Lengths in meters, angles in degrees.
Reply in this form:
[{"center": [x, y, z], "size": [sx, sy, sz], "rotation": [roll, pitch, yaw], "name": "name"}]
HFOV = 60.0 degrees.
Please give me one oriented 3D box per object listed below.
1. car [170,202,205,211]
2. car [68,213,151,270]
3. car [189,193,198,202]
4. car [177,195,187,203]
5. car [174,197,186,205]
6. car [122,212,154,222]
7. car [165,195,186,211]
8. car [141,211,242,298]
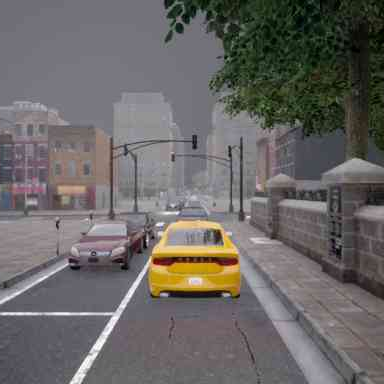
[{"center": [0.026, 1.546, 19.050], "size": [2.033, 1.411, 5.357], "rotation": [0, 0, 0], "name": "car"}, {"center": [-2.625, 1.581, 10.966], "size": [1.802, 1.307, 4.206], "rotation": [0, 0, 0], "name": "car"}, {"center": [0.368, 1.508, 66.839], "size": [1.812, 1.442, 4.674], "rotation": [0, 0, 0], "name": "car"}, {"center": [-2.132, 1.480, 71.825], "size": [1.837, 1.490, 4.892], "rotation": [0, 0, 0], "name": "car"}, {"center": [-2.201, 1.586, 61.624], "size": [1.895, 1.301, 4.718], "rotation": [0, 0, 0], "name": "car"}, {"center": [-2.621, 1.565, 14.629], "size": [1.947, 1.339, 4.313], "rotation": [0, 0, 0], "name": "car"}, {"center": [-2.239, 1.482, 41.628], "size": [2.128, 1.511, 4.902], "rotation": [0, 0, 0], "name": "car"}, {"center": [0.076, 1.477, 8.561], "size": [1.882, 1.535, 5.008], "rotation": [0, 0, 0], "name": "car"}]
